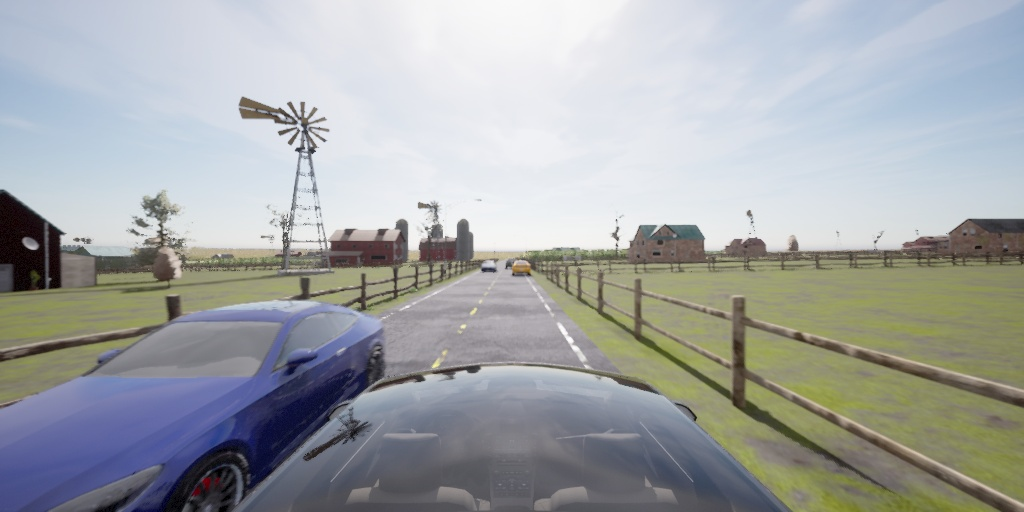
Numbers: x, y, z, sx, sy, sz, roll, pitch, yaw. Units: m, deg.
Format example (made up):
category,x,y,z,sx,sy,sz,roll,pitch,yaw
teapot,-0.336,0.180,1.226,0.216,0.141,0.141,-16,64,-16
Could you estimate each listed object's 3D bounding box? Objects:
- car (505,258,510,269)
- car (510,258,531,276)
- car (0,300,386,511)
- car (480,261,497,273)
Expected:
category,x,y,z,sx,sy,sz,roll,pitch,yaw
car,0.000,1.117,56.328,2.097,1.767,4.553,0,0,0
car,0.962,1.230,37.694,1.882,1.535,5.008,0,0,0
car,-2.849,1.275,3.881,1.812,1.442,4.674,0,0,0
car,-2.836,1.303,44.948,2.033,1.411,5.357,0,0,0
